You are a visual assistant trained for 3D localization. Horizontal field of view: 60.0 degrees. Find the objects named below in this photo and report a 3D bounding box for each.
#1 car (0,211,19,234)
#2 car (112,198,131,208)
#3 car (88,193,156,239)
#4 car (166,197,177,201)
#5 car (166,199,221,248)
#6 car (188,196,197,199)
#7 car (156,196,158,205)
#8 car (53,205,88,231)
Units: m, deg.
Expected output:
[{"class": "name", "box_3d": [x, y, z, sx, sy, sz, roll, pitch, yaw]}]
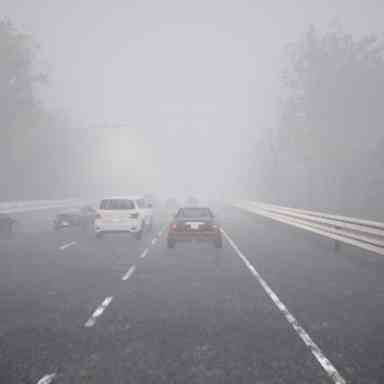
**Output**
[{"class": "car", "box_3d": [-10.392, 1.506, 16.302, 1.837, 1.490, 4.892, 0, 0, 0]}, {"class": "car", "box_3d": [-10.377, 1.608, 49.348, 1.895, 1.301, 4.718, 0, 0, 0]}, {"class": "car", "box_3d": [-3.391, 1.224, 17.397, 2.150, 2.045, 5.566, 0, 0, 0]}, {"class": "car", "box_3d": [-3.374, 1.502, 56.397, 2.128, 1.511, 4.902, 0, 0, 0]}, {"class": "car", "box_3d": [0.108, 1.353, 14.911, 2.097, 1.767, 4.553, 0, 0, 0]}, {"class": "car", "box_3d": [0.159, 1.516, 55.275, 1.837, 1.490, 4.892, 0, 0, 1]}, {"class": "car", "box_3d": [-6.876, 1.232, 55.185, 2.150, 2.045, 5.566, 0, 0, 0]}, {"class": "car", "box_3d": [-6.889, 1.527, 20.359, 1.812, 1.442, 4.674, 0, 0, 0]}]
